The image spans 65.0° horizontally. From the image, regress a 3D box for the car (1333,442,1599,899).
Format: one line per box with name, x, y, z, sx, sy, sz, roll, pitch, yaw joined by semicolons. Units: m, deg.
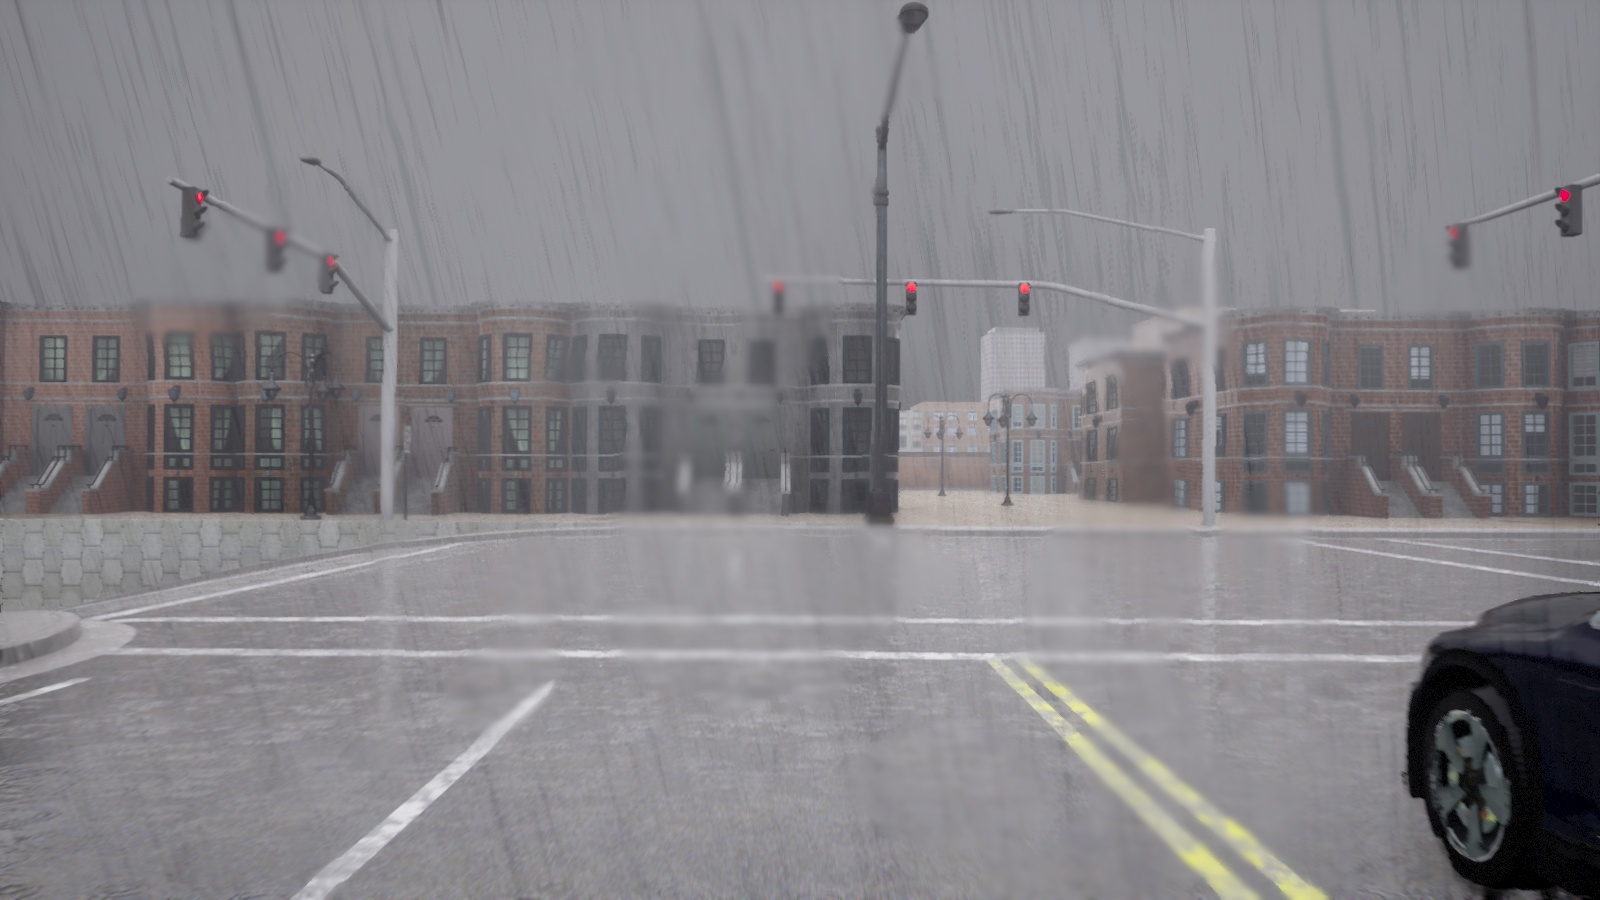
car;3.492;0.787;3.376;2.033;1.649;4.856;0;-1;0
